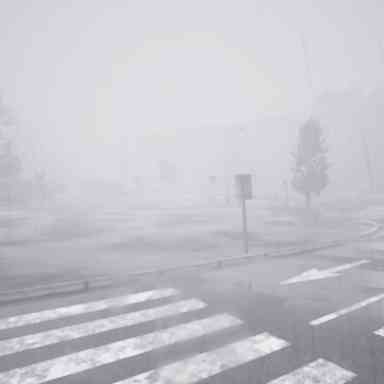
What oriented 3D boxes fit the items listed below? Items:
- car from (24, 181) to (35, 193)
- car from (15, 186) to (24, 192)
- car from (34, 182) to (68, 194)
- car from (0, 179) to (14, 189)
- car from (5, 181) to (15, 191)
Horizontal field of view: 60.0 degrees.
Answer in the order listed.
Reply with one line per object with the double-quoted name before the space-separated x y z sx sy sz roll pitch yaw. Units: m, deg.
"car" -23.059 -0.758 51.858 2.231 1.521 4.892 1 6 17
"car" -25.460 -0.847 53.586 2.002 1.452 4.674 0 6 16
"car" -20.696 -0.594 50.073 2.163 1.488 4.792 1 6 17
"car" -35.171 -1.366 60.280 2.231 1.521 4.892 1 6 14
"car" -27.860 -1.013 55.294 2.097 1.535 5.008 1 6 16
